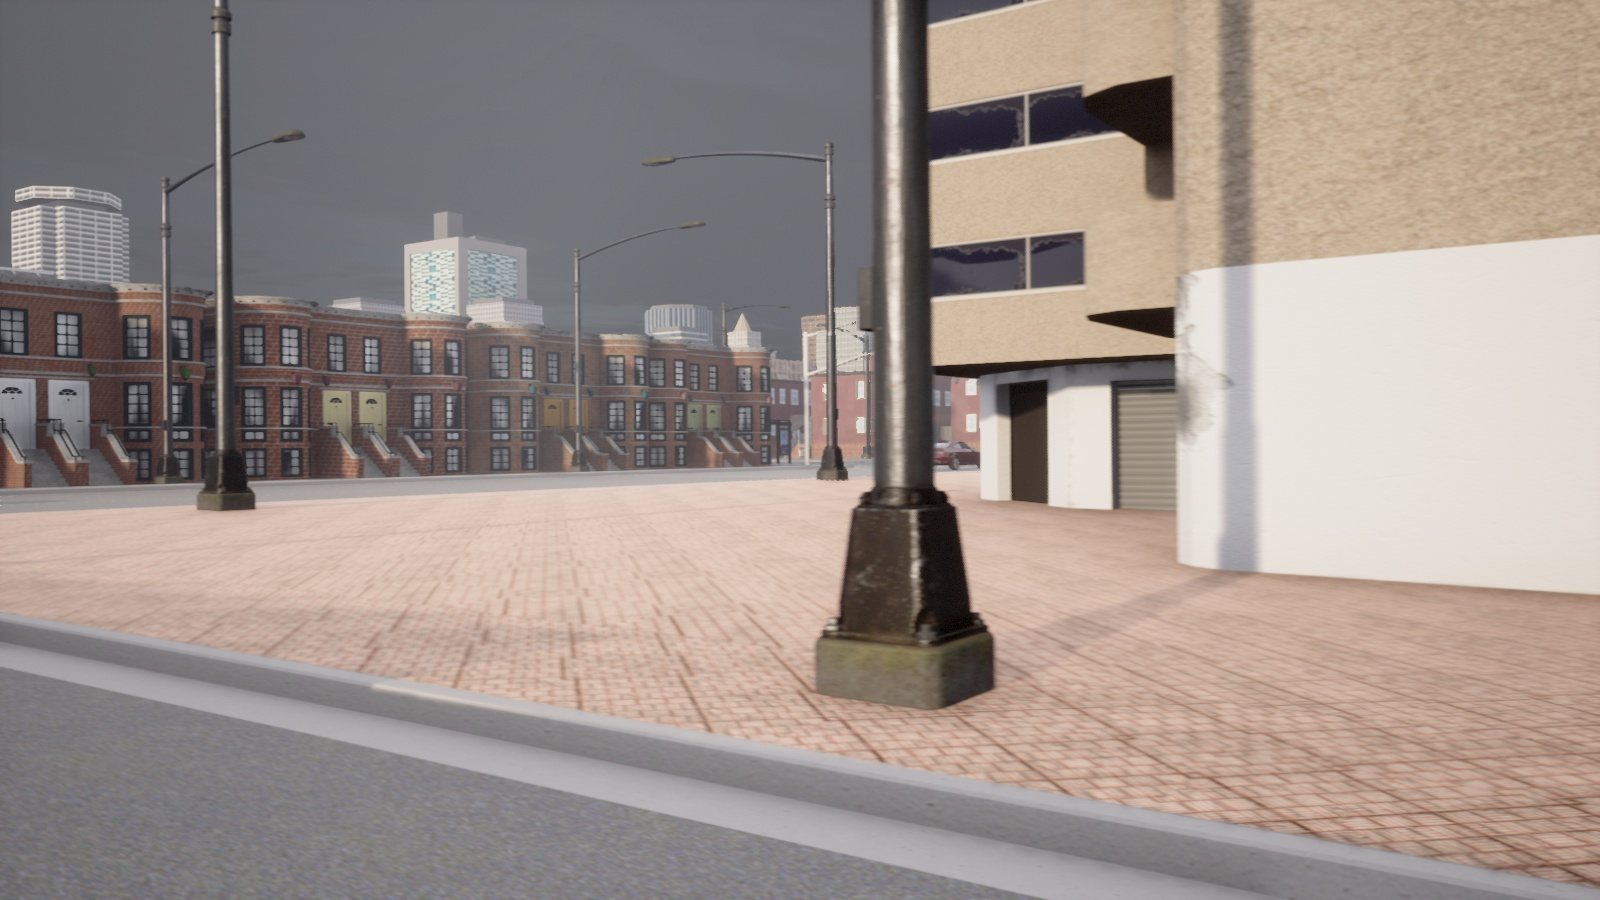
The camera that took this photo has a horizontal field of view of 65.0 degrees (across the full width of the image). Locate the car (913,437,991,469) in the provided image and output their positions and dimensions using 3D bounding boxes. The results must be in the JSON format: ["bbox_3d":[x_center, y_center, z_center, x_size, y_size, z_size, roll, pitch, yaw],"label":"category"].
[{"bbox_3d":[7.573,0.126,62.225,1.812,1.442,4.674,-2,0,35],"label":"car"}]
